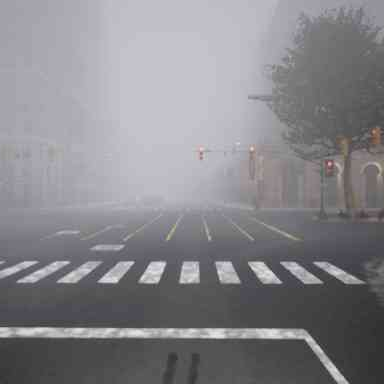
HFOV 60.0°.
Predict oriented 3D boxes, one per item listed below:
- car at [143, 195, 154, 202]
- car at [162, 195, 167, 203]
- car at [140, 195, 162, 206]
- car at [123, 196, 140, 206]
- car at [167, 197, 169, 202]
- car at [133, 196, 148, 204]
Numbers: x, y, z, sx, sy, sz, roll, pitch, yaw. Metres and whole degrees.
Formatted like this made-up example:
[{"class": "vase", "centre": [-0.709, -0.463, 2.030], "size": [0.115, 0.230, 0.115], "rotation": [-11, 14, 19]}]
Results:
[{"class": "car", "centre": [-9.769, 1.500, 74.593], "size": [1.812, 1.442, 4.674], "rotation": [0, 0, 1]}, {"class": "car", "centre": [-6.507, 1.471, 63.331], "size": [2.128, 1.511, 4.902], "rotation": [0, 0, 2]}, {"class": "car", "centre": [-6.611, 1.335, 54.191], "size": [2.097, 1.767, 4.553], "rotation": [0, 0, 1]}, {"class": "car", "centre": [-10.094, 1.583, 54.883], "size": [1.895, 1.301, 4.718], "rotation": [0, 0, 1]}, {"class": "car", "centre": [-6.287, 1.501, 73.605], "size": [1.812, 1.442, 4.674], "rotation": [0, 0, 1]}, {"class": "car", "centre": [-9.976, 1.527, 64.635], "size": [2.033, 1.411, 5.357], "rotation": [0, 0, 2]}]
